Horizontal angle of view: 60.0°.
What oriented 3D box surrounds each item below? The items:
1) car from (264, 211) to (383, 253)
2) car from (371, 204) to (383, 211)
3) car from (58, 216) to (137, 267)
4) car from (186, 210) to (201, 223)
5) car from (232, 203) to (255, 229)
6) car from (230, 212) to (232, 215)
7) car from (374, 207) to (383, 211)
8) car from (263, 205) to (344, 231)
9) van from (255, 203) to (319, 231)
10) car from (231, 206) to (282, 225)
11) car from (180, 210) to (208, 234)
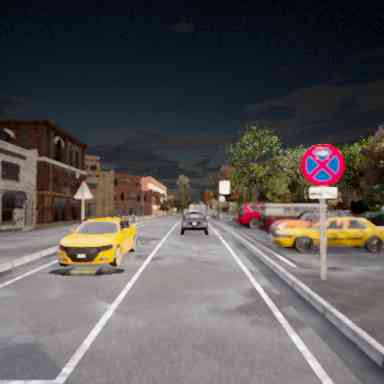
[{"bbox_3d":[6.166,1.753,14.575,5.366,1.575,1.946,0,-2,0],"label":"car"},{"bbox_3d":[18.519,2.060,30.597,5.566,2.045,2.435,0,-2,0],"label":"car"},{"bbox_3d":[-3.313,1.711,12.482,1.882,1.535,5.008,0,-1,0],"label":"car"},{"bbox_3d":[0.190,2.978,41.040,1.812,1.442,4.674,0,-4,0],"label":"car"},{"bbox_3d":[6.337,1.910,26.724,5.566,2.045,2.435,0,-2,0],"label":"car"},{"bbox_3d":[6.291,2.282,29.629,5.008,1.535,2.097,0,-2,0],"label":"car"},{"bbox_3d":[18.562,2.202,27.920,4.892,1.521,2.231,0,-2,0],"label":"car"},{"bbox_3d":[6.373,1.714,17.496,4.553,1.767,2.185,0,-2,0],"label":"car"},{"bbox_3d":[6.449,1.714,20.535,4.442,1.987,1.878,0,-2,0],"label":"van"},{"bbox_3d":[6.295,2.283,32.667,4.553,1.767,2.185,0,-2,0],"label":"car"},{"bbox_3d":[0.162,2.128,23.360,2.033,1.411,5.357,0,-2,0],"label":"car"}]
